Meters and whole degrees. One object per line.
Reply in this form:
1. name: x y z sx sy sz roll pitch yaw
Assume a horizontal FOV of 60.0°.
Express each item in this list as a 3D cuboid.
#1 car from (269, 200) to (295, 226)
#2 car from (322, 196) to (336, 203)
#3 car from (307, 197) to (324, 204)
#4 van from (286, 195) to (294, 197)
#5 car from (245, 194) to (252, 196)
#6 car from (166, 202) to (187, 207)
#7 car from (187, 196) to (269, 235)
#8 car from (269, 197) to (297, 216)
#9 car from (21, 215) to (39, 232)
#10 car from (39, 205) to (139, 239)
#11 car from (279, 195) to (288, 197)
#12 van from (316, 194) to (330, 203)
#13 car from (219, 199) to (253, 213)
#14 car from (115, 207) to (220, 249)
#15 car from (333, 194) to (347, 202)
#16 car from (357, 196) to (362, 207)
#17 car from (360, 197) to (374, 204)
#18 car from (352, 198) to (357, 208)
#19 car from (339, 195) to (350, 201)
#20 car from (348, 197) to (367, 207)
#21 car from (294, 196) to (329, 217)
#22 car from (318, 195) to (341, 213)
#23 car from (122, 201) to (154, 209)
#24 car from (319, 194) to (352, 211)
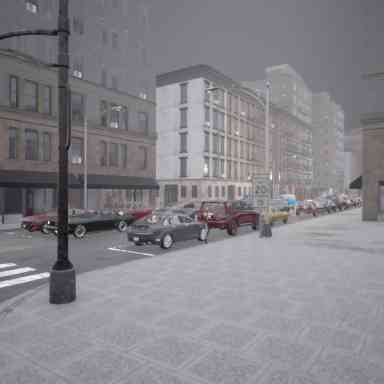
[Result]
1. car: 5.426 1.553 23.571 1.752 1.417 4.829 0 0 35
2. car: 29.876 1.554 72.299 1.887 1.381 4.507 0 0 35
3. car: 23.653 1.571 63.448 1.947 1.339 4.313 0 0 35
4. van: 14.320 1.339 50.172 1.690 1.788 3.998 0 0 35
5. car: 6.421 1.225 34.502 2.150 2.045 5.566 0 0 35
6. car: 0.447 1.505 26.033 1.837 1.490 4.892 0 0 35
7. car: 2.218 1.341 19.006 2.192 1.841 5.009 0 0 35
8. car: 8.125 1.523 31.818 1.837 1.490 4.892 0 0 35
9. car: -7.459 1.529 19.197 1.887 1.381 4.507 0 0 35
10. car: -5.314 1.598 17.835 1.895 1.301 4.718 0 0 32
11. car: 11.110 1.521 45.608 1.752 1.417 4.829 0 0 35
12. van: 26.765 1.348 67.873 1.690 1.788 3.998 0 0 35
13. car: 4.986 1.536 36.897 1.887 1.381 4.507 0 0 35
14. car: -0.894 1.575 14.581 2.008 1.369 4.403 0 0 35
15. car: 36.100 1.326 81.149 2.192 1.841 5.009 0 0 35
16. car: 23.995 1.606 49.982 1.947 1.339 4.313 0 0 35
17. car: 33.329 1.613 63.258 1.947 1.339 4.313 0 0 35
18. car: 20.884 1.620 45.557 1.802 1.307 4.206 0 0 35
19. car: 39.210 1.556 85.574 1.887 1.381 4.507 0 0 35
20. car: 27.107 1.593 54.407 2.008 1.369 4.403 0 0 35
21. car: 11.551 1.471 32.281 1.967 1.590 4.097 0 0 35
22. car: 14.662 1.473 36.706 1.967 1.590 4.097 0 0 35
23. car: -4.348 1.426 23.621 1.967 1.590 4.097 0 0 35
24. car: 17.774 1.350 41.131 2.192 1.841 5.009 0 0 35
